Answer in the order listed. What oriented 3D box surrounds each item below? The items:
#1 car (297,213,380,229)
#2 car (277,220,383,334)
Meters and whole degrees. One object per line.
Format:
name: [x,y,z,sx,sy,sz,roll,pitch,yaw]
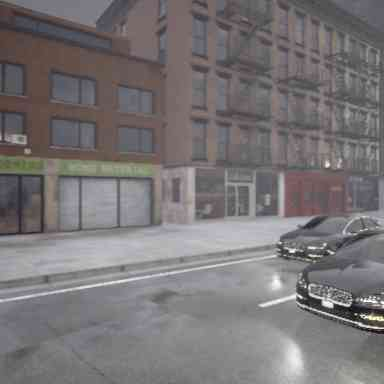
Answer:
car: [4.921,1.502,11.196,4.892,1.490,1.837,0,0,-36]
car: [4.095,1.507,6.614,4.892,1.490,1.837,0,0,-36]
